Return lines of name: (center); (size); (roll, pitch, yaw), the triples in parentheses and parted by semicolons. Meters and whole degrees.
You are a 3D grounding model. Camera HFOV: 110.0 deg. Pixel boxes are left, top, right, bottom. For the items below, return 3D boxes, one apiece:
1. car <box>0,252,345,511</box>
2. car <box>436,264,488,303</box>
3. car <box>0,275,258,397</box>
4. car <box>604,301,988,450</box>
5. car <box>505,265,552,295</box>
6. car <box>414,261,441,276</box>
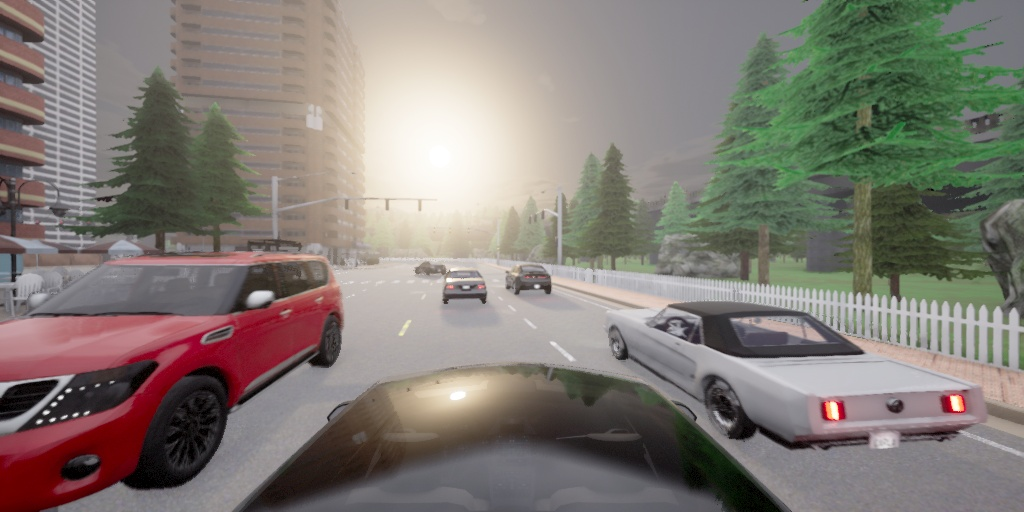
car: (-4.091, 0.960, 4.812); (2.150, 2.045, 5.566); (0, 0, -7)
car: (-2.189, 1.243, 16.209); (2.033, 1.411, 5.357); (0, 0, -10)
car: (-7.993, 1.276, 7.667); (2.033, 1.411, 5.357); (0, 0, -9)
car: (3.040, 1.336, 5.376); (1.895, 1.301, 4.718); (0, 0, -7)
car: (0.798, 1.188, 19.351); (1.837, 1.490, 4.892); (0, 0, -9)
car: (-7.996, 1.168, 35.046); (1.812, 1.442, 4.674); (0, 0, -34)
